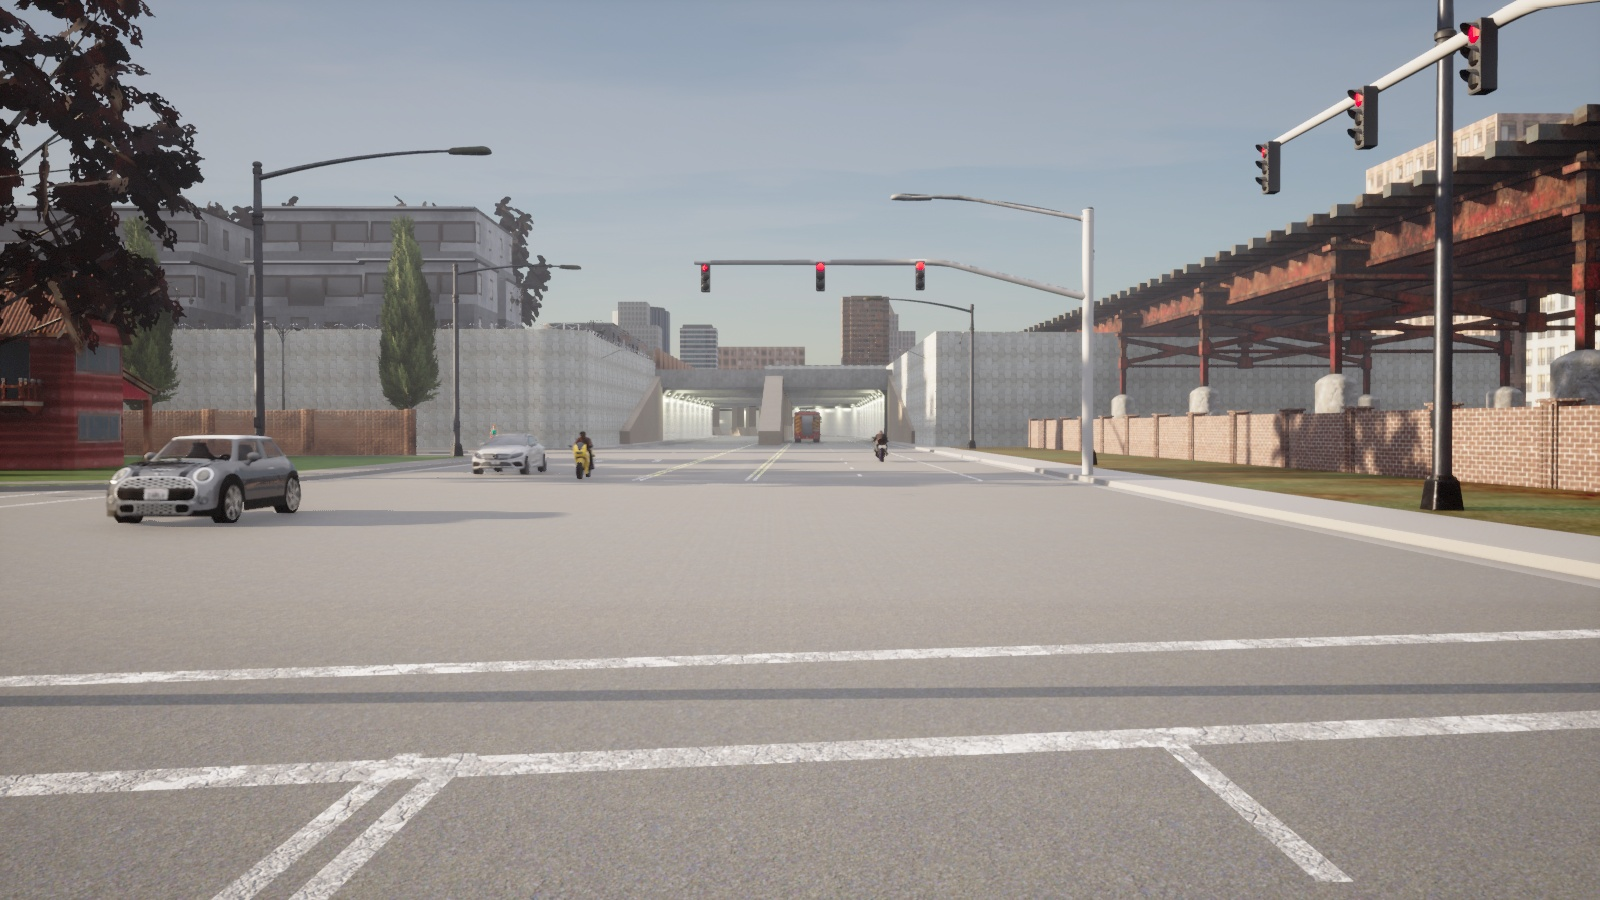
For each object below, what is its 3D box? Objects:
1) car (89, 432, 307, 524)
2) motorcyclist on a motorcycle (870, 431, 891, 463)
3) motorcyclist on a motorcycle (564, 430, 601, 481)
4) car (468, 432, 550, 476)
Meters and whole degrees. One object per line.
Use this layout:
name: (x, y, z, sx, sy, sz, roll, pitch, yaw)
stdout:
car: (-10.362, 0.420, 21.965, 1.970, 1.475, 3.806, 0, 1, 0)
motorcyclist on a motorcycle: (3.851, -0.158, 59.976, 0.866, 1.530, 2.191, 0, 1, 0)
motorcyclist on a motorcycle: (-6.765, 0.152, 39.160, 0.797, 1.523, 2.044, 0, 1, 0)
car: (-10.235, 0.102, 44.476, 1.812, 1.442, 4.674, 0, 1, 0)
